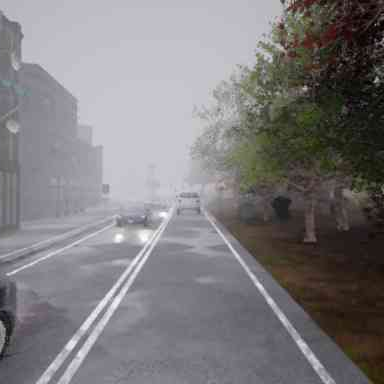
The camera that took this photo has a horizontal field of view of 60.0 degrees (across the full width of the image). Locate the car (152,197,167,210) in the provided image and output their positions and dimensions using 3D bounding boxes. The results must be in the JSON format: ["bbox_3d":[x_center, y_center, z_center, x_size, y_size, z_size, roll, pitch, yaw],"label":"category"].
[{"bbox_3d":[-3.799,1.294,37.471,1.895,1.301,4.718,0,1,-1],"label":"car"}]

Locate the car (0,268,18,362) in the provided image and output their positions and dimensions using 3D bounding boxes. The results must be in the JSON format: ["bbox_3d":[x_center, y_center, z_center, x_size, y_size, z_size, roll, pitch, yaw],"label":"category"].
[{"bbox_3d":[-3.373,1.500,2.783,1.837,1.490,4.892,0,0,0],"label":"car"}]

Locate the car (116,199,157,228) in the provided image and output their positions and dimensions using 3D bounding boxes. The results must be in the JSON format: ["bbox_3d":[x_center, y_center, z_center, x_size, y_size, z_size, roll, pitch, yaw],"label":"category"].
[{"bbox_3d":[-3.556,1.394,21.307,1.812,1.442,4.674,0,0,-1],"label":"car"}]

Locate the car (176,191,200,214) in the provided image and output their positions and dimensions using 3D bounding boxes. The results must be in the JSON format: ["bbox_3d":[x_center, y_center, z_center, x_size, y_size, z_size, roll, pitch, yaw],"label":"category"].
[{"bbox_3d":[-0.350,0.948,32.327,2.150,2.045,5.566,0,1,-2],"label":"car"}]
